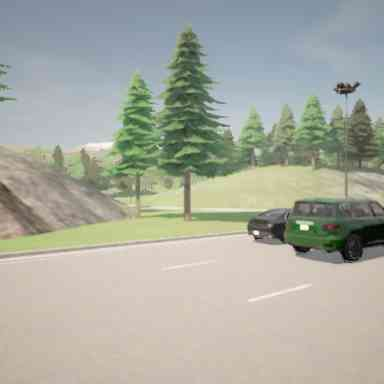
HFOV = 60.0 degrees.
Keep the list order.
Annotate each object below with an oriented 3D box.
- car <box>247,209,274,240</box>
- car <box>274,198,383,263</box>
[{"bbox_3d":[4.775,1.513,15.825,4.892,1.490,1.837,0,0,-35],"label":"car"},{"bbox_3d":[5.831,1.230,12.296,5.566,2.045,2.150,0,0,-35],"label":"car"}]
